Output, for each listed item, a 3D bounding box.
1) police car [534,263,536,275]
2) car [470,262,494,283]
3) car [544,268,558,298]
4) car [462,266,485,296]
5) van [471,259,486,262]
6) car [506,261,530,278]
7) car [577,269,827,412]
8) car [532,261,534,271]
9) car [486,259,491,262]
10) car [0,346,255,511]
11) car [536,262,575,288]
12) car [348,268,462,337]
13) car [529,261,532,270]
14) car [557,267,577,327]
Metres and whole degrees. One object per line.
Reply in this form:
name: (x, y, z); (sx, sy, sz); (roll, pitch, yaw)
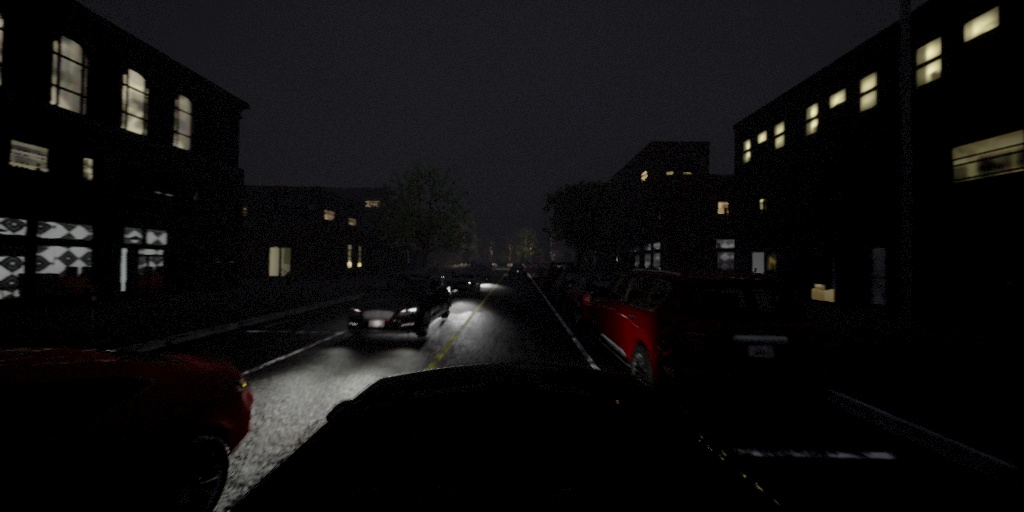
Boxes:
police car: (3.608, 1.494, 35.946); (1.930, 1.638, 5.238); (1, 0, 1)
car: (-2.657, 1.506, 30.580); (1.994, 1.385, 4.181); (1, 0, 1)
car: (2.878, 1.464, 17.357); (2.007, 1.370, 4.403); (0, 0, 1)
car: (-2.851, 1.461, 20.480); (1.895, 1.301, 4.718); (1, 0, 1)
van: (-5.007, 1.405, 50.724); (1.690, 1.789, 3.998); (0, 0, 1)
car: (0.627, 1.621, 39.646); (1.994, 1.385, 4.181); (1, 0, 1)
car: (2.714, 1.138, 6.272); (2.192, 1.841, 5.009); (0, 0, 1)
car: (3.716, 1.601, 42.836); (1.882, 1.535, 5.008); (1, 0, 1)
car: (-4.843, 1.590, 61.809); (1.967, 1.591, 4.097); (0, 0, 1)
car: (-3.143, 1.229, 1.236); (1.812, 1.442, 4.674); (1, -1, 1)
car: (2.961, 1.273, 22.900); (2.192, 1.841, 5.009); (0, 0, 1)
car: (-3.003, 1.270, 10.515); (2.128, 1.511, 4.902); (1, 0, 1)
car: (3.454, 1.804, 56.154); (1.802, 1.307, 4.207); (0, 0, 1)
car: (2.796, 1.309, 11.814); (1.967, 1.591, 4.097); (0, 0, 1)
